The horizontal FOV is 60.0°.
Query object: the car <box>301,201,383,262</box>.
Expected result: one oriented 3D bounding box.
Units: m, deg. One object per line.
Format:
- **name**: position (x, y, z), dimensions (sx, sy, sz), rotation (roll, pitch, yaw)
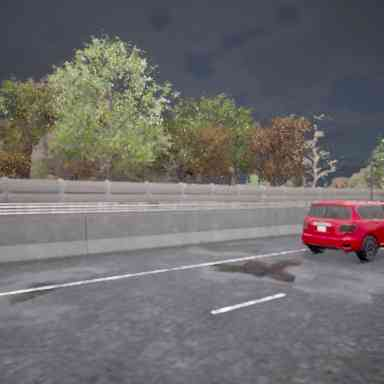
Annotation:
- **car**: position (6.602, 1.357, 12.869), dimensions (5.566, 2.045, 2.150), rotation (0, 0, -35)
